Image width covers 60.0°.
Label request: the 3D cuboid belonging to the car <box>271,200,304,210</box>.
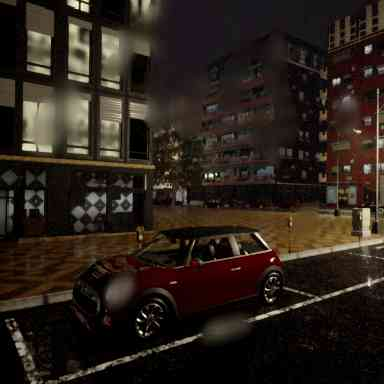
[{"bbox_3d":[13.475,1.806,46.026,1.802,1.307,4.206,1,-1,-35],"label":"car"}]

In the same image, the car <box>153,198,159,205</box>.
[{"bbox_3d":[-6.443,1.763,59.746,1.887,1.381,4.507,1,-1,-35],"label":"car"}]

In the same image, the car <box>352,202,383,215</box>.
[{"bbox_3d":[20.007,1.730,36.755,1.947,1.339,4.313,1,-1,-35],"label":"car"}]

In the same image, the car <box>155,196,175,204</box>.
[{"bbox_3d":[-6.121,1.724,73.842,2.192,1.841,5.009,1,-1,-35],"label":"car"}]

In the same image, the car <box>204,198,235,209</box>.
[{"bbox_3d":[3.355,1.677,45.839,2.008,1.369,4.403,1,-1,-35],"label":"car"}]

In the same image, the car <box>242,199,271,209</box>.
[{"bbox_3d":[10.209,1.799,50.662,1.887,1.381,4.507,1,-1,-35],"label":"car"}]

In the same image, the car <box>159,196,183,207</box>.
[{"bbox_3d":[-3.177,1.732,55.110,1.887,1.381,4.507,1,-1,-35],"label":"car"}]

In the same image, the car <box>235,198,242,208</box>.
[{"bbox_3d":[6.943,1.725,55.298,1.967,1.590,4.097,1,-1,-35],"label":"car"}]

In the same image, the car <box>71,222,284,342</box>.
[{"bbox_3d":[-0.151,1.441,6.430,4.097,1.590,1.967,0,1,-35],"label":"car"}]
